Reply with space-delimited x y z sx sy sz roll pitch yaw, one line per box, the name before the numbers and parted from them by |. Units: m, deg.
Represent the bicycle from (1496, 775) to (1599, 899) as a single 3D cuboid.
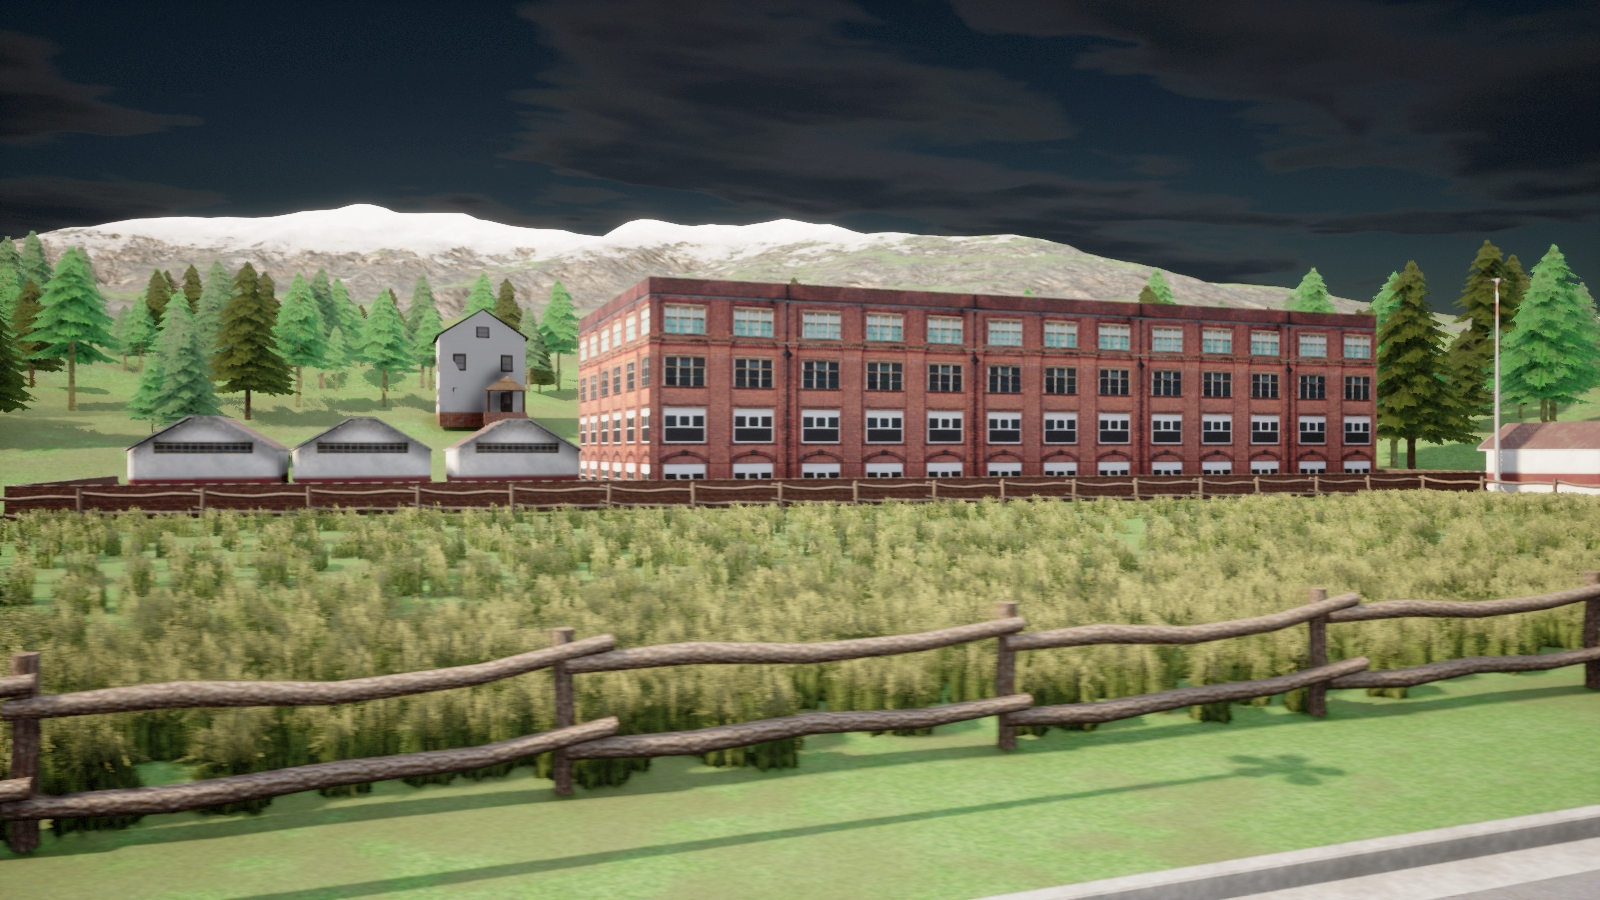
bicycle | 3.642 2.060 4.619 1.835 1.471 0.329 0 0 -20
